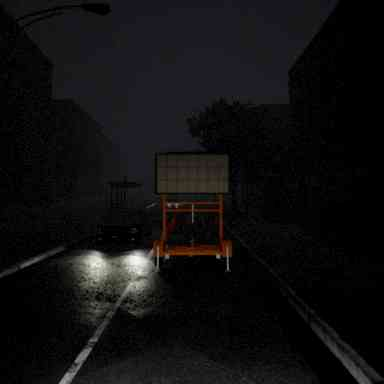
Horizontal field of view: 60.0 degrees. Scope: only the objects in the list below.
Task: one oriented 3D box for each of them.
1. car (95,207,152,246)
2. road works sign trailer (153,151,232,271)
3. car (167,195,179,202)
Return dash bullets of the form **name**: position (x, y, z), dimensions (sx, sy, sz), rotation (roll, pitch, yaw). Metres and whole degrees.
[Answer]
- **car**: position (-3.019, 1.484, 15.501), dimensions (1.882, 1.535, 5.008), rotation (0, 0, 0)
- **road works sign trailer**: position (0.023, 0.470, 10.849), dimensions (2.380, 3.560, 2.880), rotation (0, 0, 0)
- **car**: position (-3.211, 1.220, 56.983), dimensions (1.994, 1.385, 4.181), rotation (0, 1, 0)
